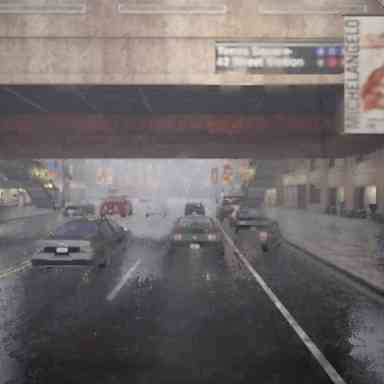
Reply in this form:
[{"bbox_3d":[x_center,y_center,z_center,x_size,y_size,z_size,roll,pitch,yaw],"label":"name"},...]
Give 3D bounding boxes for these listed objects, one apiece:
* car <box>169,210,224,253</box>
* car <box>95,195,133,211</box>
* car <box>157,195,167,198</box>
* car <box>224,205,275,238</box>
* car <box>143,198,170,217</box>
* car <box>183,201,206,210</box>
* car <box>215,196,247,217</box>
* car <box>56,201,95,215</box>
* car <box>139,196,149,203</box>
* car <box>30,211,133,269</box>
[{"bbox_3d":[0.129,1.640,13.963,1.895,1.301,4.718,0,0,0],"label":"car"},{"bbox_3d":[-6.964,1.308,31.114,2.150,2.045,5.566,0,0,0],"label":"car"},{"bbox_3d":[-6.886,1.790,72.800,1.895,1.301,4.718,0,0,0],"label":"car"},{"bbox_3d":[3.229,1.650,19.704,1.895,1.301,4.718,0,0,0],"label":"car"},{"bbox_3d":[-3.284,1.615,32.118,1.812,1.442,4.674,0,0,0],"label":"car"},{"bbox_3d":[0.225,1.591,31.191,1.837,1.490,4.892,0,0,0],"label":"car"},{"bbox_3d":[3.186,1.304,27.101,2.435,2.045,5.566,0,0,0],"label":"car"},{"bbox_3d":[-10.463,1.578,31.213,2.128,1.511,4.902,0,0,0],"label":"car"},{"bbox_3d":[-10.380,1.678,72.548,1.882,1.535,5.008,0,0,0],"label":"car"},{"bbox_3d":[-3.392,1.579,11.238,2.033,1.411,5.357,0,0,0],"label":"car"}]
